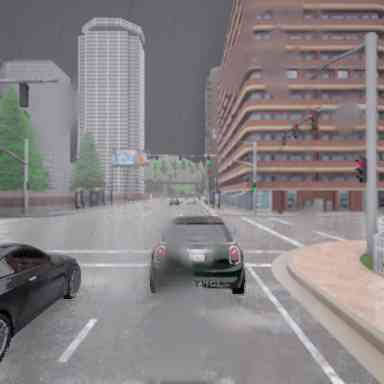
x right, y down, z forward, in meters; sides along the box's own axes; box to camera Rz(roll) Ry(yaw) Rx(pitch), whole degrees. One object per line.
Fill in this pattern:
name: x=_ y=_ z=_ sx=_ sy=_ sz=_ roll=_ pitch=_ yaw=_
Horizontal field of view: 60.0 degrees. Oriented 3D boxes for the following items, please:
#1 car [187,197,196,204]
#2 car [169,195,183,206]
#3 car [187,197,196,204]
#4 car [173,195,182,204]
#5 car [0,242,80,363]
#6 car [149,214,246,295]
car: x=-0.097 y=2.090 z=83.900 sx=2.128 sy=1.511 sz=4.902 roll=0 pitch=0 yaw=0
car: x=-3.476 y=1.951 z=66.096 sx=2.128 sy=1.511 sz=4.902 roll=0 pitch=0 yaw=0
car: x=-0.086 y=2.040 z=74.901 sx=1.812 sy=1.442 sz=4.674 roll=0 pitch=0 yaw=0
car: x=-3.595 y=1.801 z=82.770 sx=2.150 sy=2.045 sz=5.566 roll=0 pitch=0 yaw=0
car: x=-3.420 y=1.566 z=5.603 sx=1.812 sy=1.442 sz=4.674 roll=0 pitch=0 yaw=0
car: x=0.169 y=1.415 z=9.098 sx=2.097 sy=1.767 sz=4.553 roll=0 pitch=0 yaw=2
